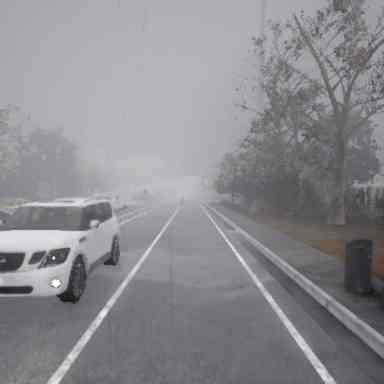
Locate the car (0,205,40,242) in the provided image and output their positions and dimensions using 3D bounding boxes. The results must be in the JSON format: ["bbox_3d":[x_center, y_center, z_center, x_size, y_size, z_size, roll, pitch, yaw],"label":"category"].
[{"bbox_3d":[-10.223,1.444,15.903,4.892,1.521,2.231,0,0,0],"label":"car"}]

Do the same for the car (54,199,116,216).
[{"bbox_3d":[-10.381,1.498,32.549,5.366,1.575,1.946,0,0,0],"label":"car"}]

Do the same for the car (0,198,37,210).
[{"bbox_3d":[-23.248,1.551,43.551,5.008,1.535,2.097,0,0,0],"label":"car"}]

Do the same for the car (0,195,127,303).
[{"bbox_3d":[-3.358,1.199,8.517,2.150,2.045,5.566,0,0,0],"label":"car"}]

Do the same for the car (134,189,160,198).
[{"bbox_3d":[-10.397,0.755,76.260,4.553,1.767,2.185,0,0,0],"label":"car"}]

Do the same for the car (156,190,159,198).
[{"bbox_3d":[-10.403,0.918,73.474,4.792,1.488,2.163,0,0,0],"label":"car"}]

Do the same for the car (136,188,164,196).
[{"bbox_3d":[-10.378,0.589,81.831,5.566,2.045,2.435,0,1,0],"label":"car"}]

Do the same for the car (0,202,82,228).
[{"bbox_3d":[-10.033,1.448,21.323,5.366,1.575,1.946,0,0,0],"label":"car"}]

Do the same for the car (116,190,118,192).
[{"bbox_3d":[-23.401,0.706,90.049,5.008,1.535,2.097,0,1,0],"label":"car"}]

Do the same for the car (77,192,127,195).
[{"bbox_3d":[-10.218,1.263,35.326,5.566,2.045,2.435,0,0,0],"label":"car"}]

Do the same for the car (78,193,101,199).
[{"bbox_3d":[-23.449,0.919,76.103,4.674,1.452,2.002,0,0,0],"label":"car"}]

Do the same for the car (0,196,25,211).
[{"bbox_3d":[-23.290,1.412,40.780,4.553,1.767,2.185,0,0,0],"label":"car"}]

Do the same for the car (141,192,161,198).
[{"bbox_3d":[-10.336,0.808,84.623,4.892,1.521,2.231,0,1,0],"label":"car"}]

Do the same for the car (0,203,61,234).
[{"bbox_3d":[-10.409,1.441,18.671,5.366,1.575,1.946,0,0,0],"label":"car"}]

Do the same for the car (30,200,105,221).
[{"bbox_3d":[-10.021,1.472,26.996,5.366,1.575,1.946,0,0,0],"label":"car"}]

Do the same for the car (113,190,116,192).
[{"bbox_3d":[-23.385,0.792,87.258,4.792,1.488,2.163,0,1,0],"label":"car"}]

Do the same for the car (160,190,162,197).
[{"bbox_3d":[-10.353,0.865,79.039,5.008,1.535,2.097,0,1,0],"label":"car"}]

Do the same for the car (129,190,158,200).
[{"bbox_3d":[-10.353,0.926,70.690,4.792,1.488,2.163,0,0,0],"label":"car"}]

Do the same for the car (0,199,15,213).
[{"bbox_3d":[-23.235,1.555,38.134,4.792,1.488,2.163,0,0,0],"label":"car"}]

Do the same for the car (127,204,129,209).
[{"bbox_3d":[-10.190,1.528,38.101,5.008,1.535,2.097,0,0,0],"label":"car"}]

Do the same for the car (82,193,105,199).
[{"bbox_3d":[-23.467,0.893,79.015,4.792,1.488,2.163,0,0,0],"label":"car"}]

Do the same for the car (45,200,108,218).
[{"bbox_3d":[-10.207,1.489,29.772,4.892,1.521,2.231,0,0,0],"label":"car"}]

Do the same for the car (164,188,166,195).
[{"bbox_3d":[-10.287,0.514,92.979,4.553,1.767,2.185,0,1,0],"label":"car"}]
